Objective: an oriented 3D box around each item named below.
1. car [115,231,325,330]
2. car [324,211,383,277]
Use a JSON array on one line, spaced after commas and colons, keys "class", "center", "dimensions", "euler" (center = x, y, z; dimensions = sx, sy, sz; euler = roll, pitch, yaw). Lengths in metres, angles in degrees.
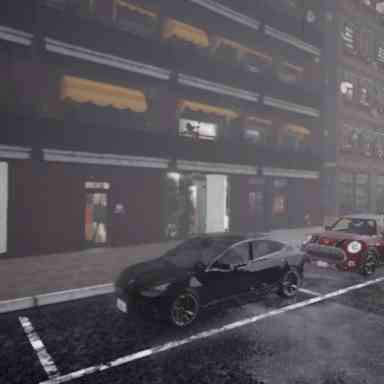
[{"class": "car", "center": [0.575, 1.565, 6.956], "dimensions": [4.313, 1.339, 1.947], "euler": [0, 1, -35]}, {"class": "car", "center": [5.186, 1.439, 10.242], "dimensions": [4.097, 1.590, 1.967], "euler": [0, 1, -35]}]
